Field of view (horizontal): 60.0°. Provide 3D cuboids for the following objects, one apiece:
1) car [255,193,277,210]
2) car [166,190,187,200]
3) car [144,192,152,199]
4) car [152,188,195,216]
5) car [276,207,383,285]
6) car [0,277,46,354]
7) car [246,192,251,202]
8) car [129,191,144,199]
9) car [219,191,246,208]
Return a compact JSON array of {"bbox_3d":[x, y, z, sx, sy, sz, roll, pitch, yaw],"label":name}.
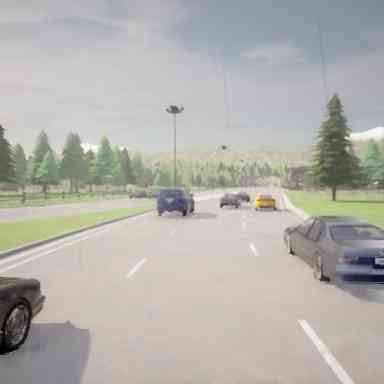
[{"bbox_3d":[6.971,0.856,31.517,1.882,1.535,5.008,0,1,12],"label":"car"},{"bbox_3d":[-2.505,0.444,55.654,2.128,1.511,4.902,0,1,15],"label":"car"},{"bbox_3d":[-5.877,0.429,56.591,1.882,1.535,5.008,0,1,15],"label":"car"},{"bbox_3d":[-1.177,0.728,25.969,2.150,2.045,5.566,0,1,9],"label":"car"},{"bbox_3d":[3.913,1.362,9.066,2.033,1.411,5.357,0,1,4],"label":"car"},{"bbox_3d":[-3.246,1.498,2.873,2.033,1.411,5.357,0,1,-1],"label":"car"},{"bbox_3d":[7.071,0.617,46.611,1.812,1.442,4.674,0,1,15],"label":"car"},{"bbox_3d":[-9.256,0.521,57.503,1.994,1.385,4.181,0,1,15],"label":"car"},{"bbox_3d":[4.108,0.871,34.837,2.033,1.411,5.357,0,1,14],"label":"car"}]
